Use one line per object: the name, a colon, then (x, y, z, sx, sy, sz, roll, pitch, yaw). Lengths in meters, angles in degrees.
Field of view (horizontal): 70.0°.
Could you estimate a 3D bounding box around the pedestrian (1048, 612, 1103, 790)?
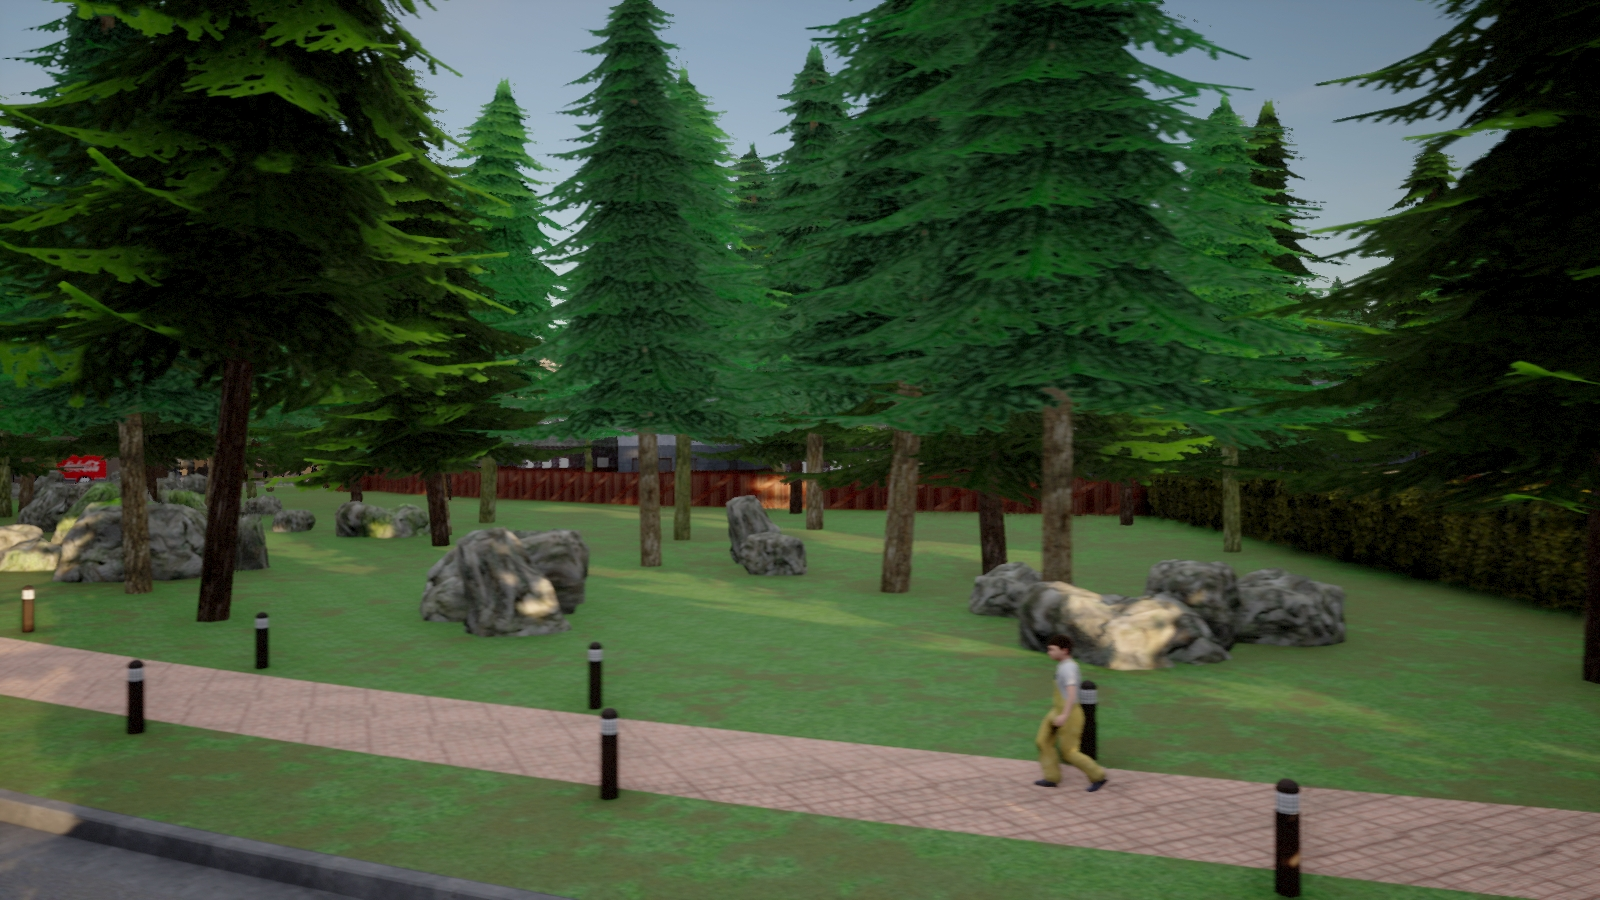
pedestrian: (2.148, 1.945, 8.928, 0.375, 1.300, 0.375, 0, 0, 7)
